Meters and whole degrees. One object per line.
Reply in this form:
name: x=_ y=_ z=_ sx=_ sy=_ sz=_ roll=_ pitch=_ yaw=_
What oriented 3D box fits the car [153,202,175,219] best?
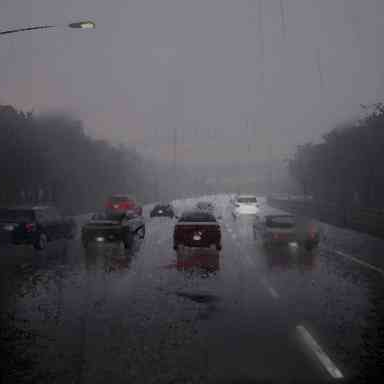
car: x=-2.431 y=1.585 z=29.223 sx=1.994 sy=1.385 sz=4.181 roll=0 pitch=0 yaw=4

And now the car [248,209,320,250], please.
car: x=3.764 y=1.618 z=14.212 sx=1.895 sy=1.301 sz=4.718 roll=0 pitch=0 yaw=2

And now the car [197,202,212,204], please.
car: x=1.061 y=1.574 z=28.970 sx=2.033 sy=1.411 sz=5.357 roll=0 pitch=0 yaw=4

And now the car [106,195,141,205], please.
car: x=-5.918 y=1.271 z=29.506 sx=2.150 sy=2.045 sz=5.566 roll=0 pitch=0 yaw=4

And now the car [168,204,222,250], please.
car: x=0.265 y=1.487 z=14.309 sx=1.882 sy=1.535 sz=5.008 roll=0 pitch=0 yaw=2

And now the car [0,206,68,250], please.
car: x=-6.732 y=1.369 z=14.532 sx=2.097 sy=1.767 sz=4.553 roll=0 pitch=0 yaw=2

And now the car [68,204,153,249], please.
car: x=-3.233 y=1.498 z=14.436 sx=2.128 sy=1.511 sz=4.902 roll=0 pitch=0 yaw=2

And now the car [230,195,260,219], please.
car: x=4.554 y=1.268 z=28.747 sx=2.150 sy=2.045 sz=5.566 roll=0 pitch=0 yaw=4
